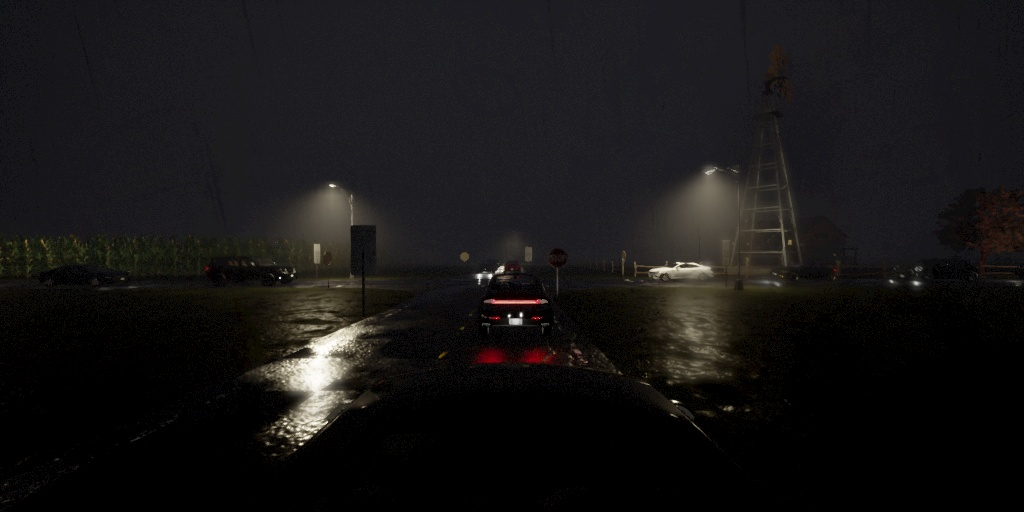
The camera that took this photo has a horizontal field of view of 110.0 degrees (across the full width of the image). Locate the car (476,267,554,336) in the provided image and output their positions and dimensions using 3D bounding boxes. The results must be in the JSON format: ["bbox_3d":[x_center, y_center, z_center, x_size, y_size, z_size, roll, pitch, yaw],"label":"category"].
[{"bbox_3d":[0.094,1.239,10.367,2.128,1.511,4.902,0,0,0],"label":"car"}]

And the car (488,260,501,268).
[{"bbox_3d":[-2.941,1.300,59.707,1.895,1.301,4.718,0,0,0],"label":"car"}]

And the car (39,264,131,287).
[{"bbox_3d":[-29.753,1.338,25.088,5.008,1.535,1.882,0,1,0],"label":"car"}]

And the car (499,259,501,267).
[{"bbox_3d":[-2.934,1.217,50.429,1.837,1.490,4.892,0,0,0],"label":"car"}]

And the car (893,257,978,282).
[{"bbox_3d":[31.772,0.954,27.016,4.553,1.767,2.097,0,1,2],"label":"car"}]

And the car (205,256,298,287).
[{"bbox_3d":[-18.155,1.039,25.087,5.566,2.045,2.150,0,1,0],"label":"car"}]

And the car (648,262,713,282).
[{"bbox_3d":[12.912,1.194,27.561,4.674,1.442,1.812,0,1,0],"label":"car"}]

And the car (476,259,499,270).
[{"bbox_3d":[-2.927,1.287,41.529,1.994,1.385,4.181,0,0,1],"label":"car"}]

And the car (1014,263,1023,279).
[{"bbox_3d":[41.304,0.784,26.605,5.566,2.045,2.150,-1,1,3],"label":"car"}]

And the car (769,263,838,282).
[{"bbox_3d":[22.141,1.201,27.340,4.181,1.385,1.994,0,1,2],"label":"car"}]

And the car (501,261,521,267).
[{"bbox_3d":[0.030,1.249,41.685,1.812,1.442,4.674,0,0,0],"label":"car"}]
